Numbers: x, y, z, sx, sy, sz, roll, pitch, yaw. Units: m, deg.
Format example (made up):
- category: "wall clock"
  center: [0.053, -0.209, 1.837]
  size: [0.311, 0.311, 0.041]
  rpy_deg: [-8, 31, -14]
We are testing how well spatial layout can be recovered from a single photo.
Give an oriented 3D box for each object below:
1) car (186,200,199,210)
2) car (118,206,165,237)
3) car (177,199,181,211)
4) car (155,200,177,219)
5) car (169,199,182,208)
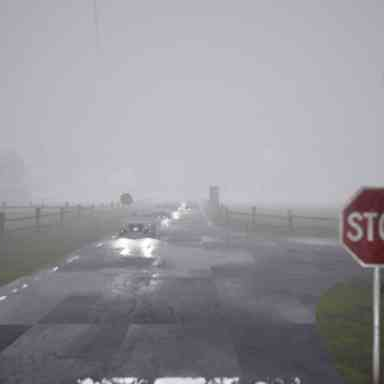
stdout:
- category: "car"
  center: [0.030, 1.952, 50.806]
  size: [1.994, 1.385, 4.181]
  rpy_deg: [0, 0, 0]
- category: "car"
  center: [-2.872, 1.718, 18.999]
  size: [1.994, 1.385, 4.181]
  rpy_deg: [0, -1, 0]
- category: "car"
  center: [-2.904, 1.963, 47.003]
  size: [1.895, 1.301, 4.718]
  rpy_deg: [0, 0, 0]
- category: "car"
  center: [-2.891, 1.808, 32.966]
  size: [2.033, 1.411, 5.357]
  rpy_deg: [0, 0, 0]
- category: "car"
  center: [-2.889, 2.001, 58.111]
  size: [1.994, 1.385, 4.181]
  rpy_deg: [0, 0, 0]
